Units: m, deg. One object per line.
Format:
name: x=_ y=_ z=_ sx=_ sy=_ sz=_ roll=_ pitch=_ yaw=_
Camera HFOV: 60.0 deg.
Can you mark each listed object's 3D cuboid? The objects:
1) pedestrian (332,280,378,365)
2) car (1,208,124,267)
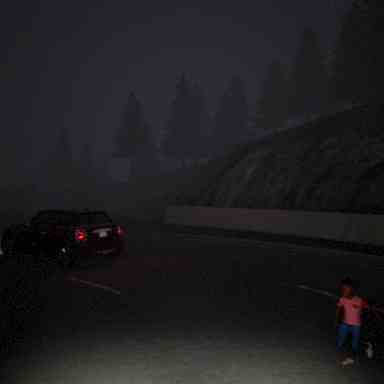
pedestrian: x=2.084 y=1.294 z=4.310 sx=0.375 sy=1.860 sz=0.375 roll=0 pitch=0 yaw=-24
car: x=-4.575 y=1.351 z=11.563 sx=4.553 sy=1.767 sz=2.097 roll=0 pitch=0 yaw=33
